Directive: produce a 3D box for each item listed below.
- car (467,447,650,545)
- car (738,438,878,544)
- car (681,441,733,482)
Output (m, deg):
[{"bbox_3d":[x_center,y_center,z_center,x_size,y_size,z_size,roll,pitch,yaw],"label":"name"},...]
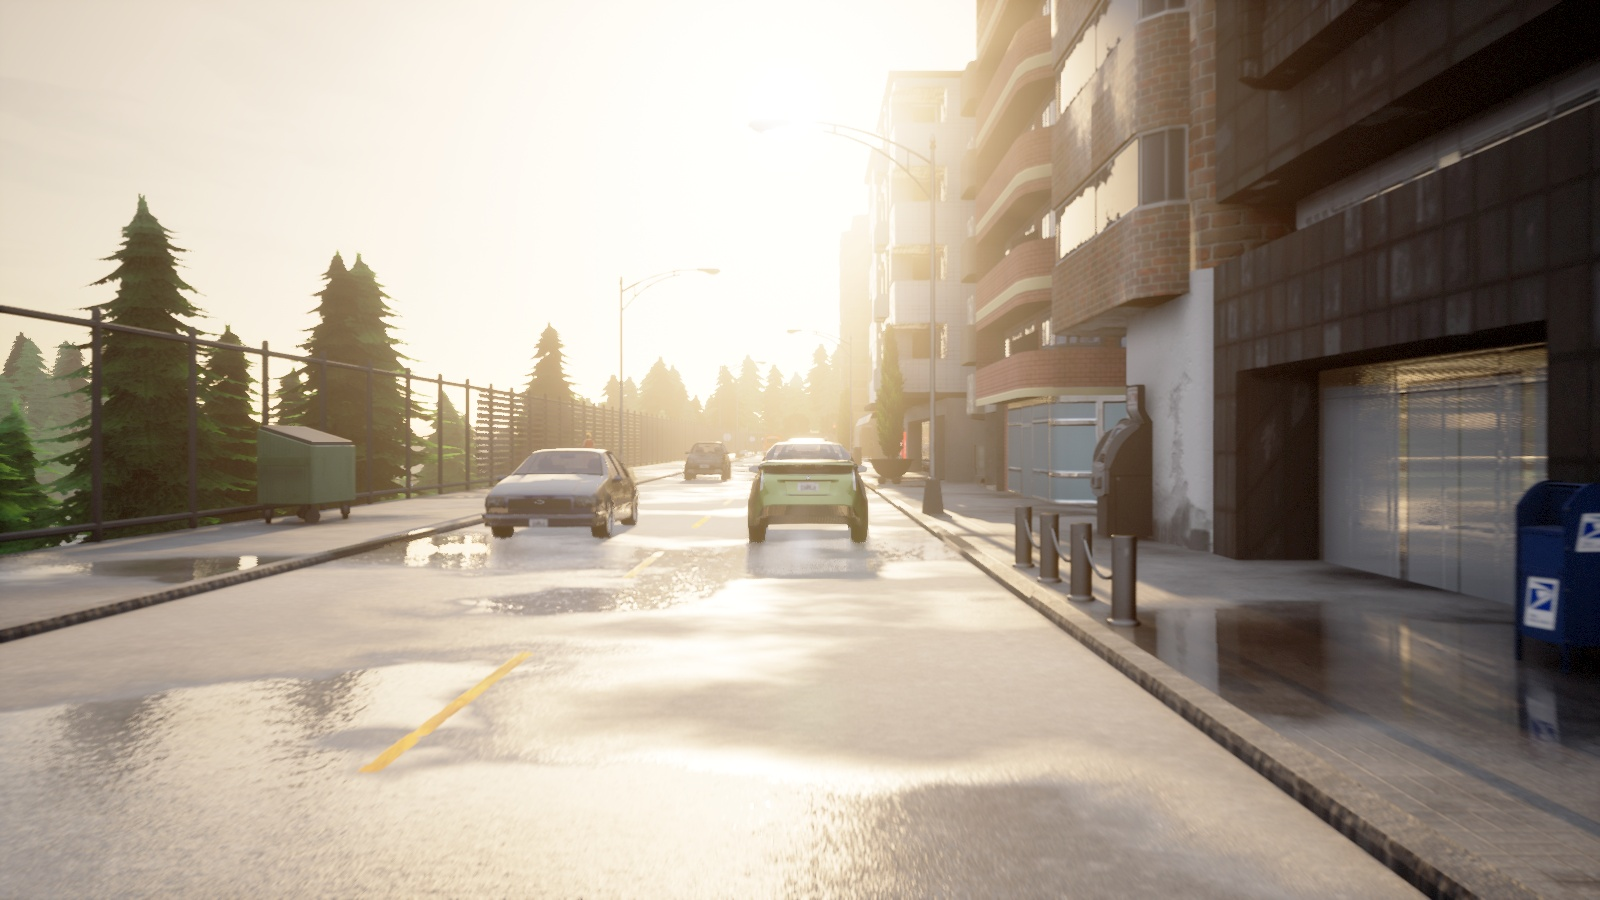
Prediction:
[{"bbox_3d":[-3.868,0.672,21.130,2.033,1.411,5.357,0,0,0],"label":"car"},{"bbox_3d":[0.128,0.579,20.336,2.007,1.525,4.514,0,0,0],"label":"car"},{"bbox_3d":[-3.703,0.438,50.460,1.789,1.549,3.705,0,0,0],"label":"car"}]
